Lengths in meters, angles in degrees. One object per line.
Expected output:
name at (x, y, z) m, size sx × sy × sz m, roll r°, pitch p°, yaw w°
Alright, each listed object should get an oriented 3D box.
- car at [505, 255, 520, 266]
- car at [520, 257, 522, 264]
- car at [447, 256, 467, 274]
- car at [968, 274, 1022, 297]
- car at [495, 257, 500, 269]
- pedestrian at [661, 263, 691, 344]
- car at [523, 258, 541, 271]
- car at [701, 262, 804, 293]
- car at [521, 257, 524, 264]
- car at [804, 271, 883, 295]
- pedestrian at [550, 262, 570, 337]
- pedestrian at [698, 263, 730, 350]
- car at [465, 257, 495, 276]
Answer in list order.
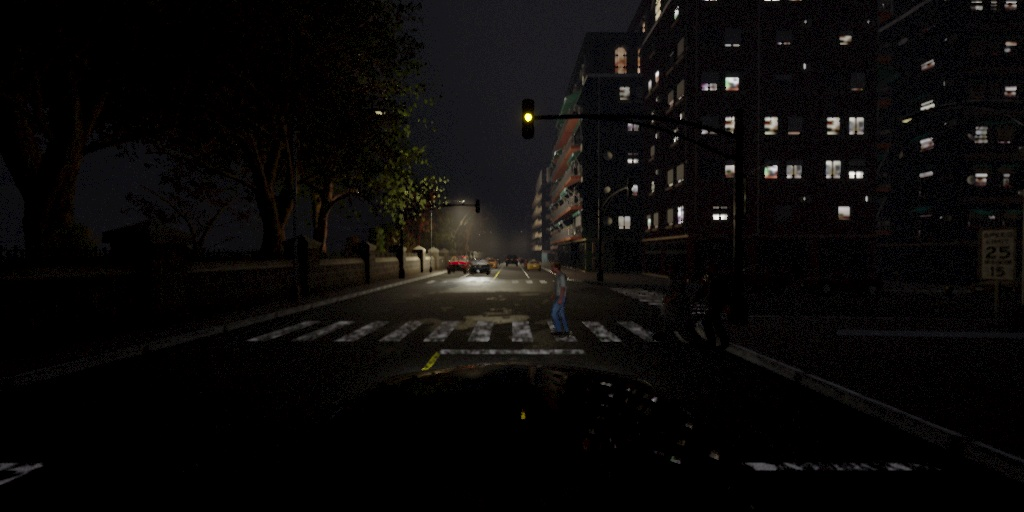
car at (-0.014, 0.794, 63.796) m, size 2.150 × 2.045 × 5.566 m, roll 0°, pitch 0°, yaw 0°
car at (2.678, 1.144, 55.476) m, size 2.007 × 1.370 × 4.403 m, roll 0°, pitch 0°, yaw 0°
car at (-5.699, 0.951, 38.867) m, size 2.192 × 1.841 × 5.009 m, roll 0°, pitch 0°, yaw 0°
car at (31.510, 1.792, 22.346) m, size 4.829 × 1.417 × 1.751 m, roll 0°, pitch 0°, yaw 0°
car at (-3.089, 1.081, 51.638) m, size 1.882 × 1.535 × 5.008 m, roll 0°, pitch 0°, yaw 0°
pedestrian at (3.697, 1.023, 8.087) m, size 0.375 × 1.860 × 0.375 m, roll 0°, pitch 0°, yaw 0°
car at (2.680, 1.147, 44.575) m, size 1.751 × 1.417 × 4.829 m, roll 0°, pitch 0°, yaw 0°
car at (14.594, 1.272, 22.288) m, size 5.009 × 1.841 × 2.192 m, roll 0°, pitch 0°, yaw 0°
car at (2.679, 1.152, 49.940) m, size 1.888 × 1.381 × 4.507 m, roll 0°, pitch 0°, yaw 0°
car at (20.289, 1.606, 22.308) m, size 4.507 × 1.381 × 1.888 m, roll 0°, pitch 0°, yaw 0°
pedestrian at (1.151, 1.021, 8.686) m, size 0.375 × 1.860 × 0.375 m, roll 0°, pitch 0°, yaw 0°
pedestrian at (4.196, 1.025, 7.439) m, size 0.375 × 1.860 × 0.375 m, roll 0°, pitch 0°, yaw 0°
car at (-3.101, 1.136, 35.812) m, size 2.128 × 1.511 × 4.902 m, roll 0°, pitch 0°, yaw 0°
